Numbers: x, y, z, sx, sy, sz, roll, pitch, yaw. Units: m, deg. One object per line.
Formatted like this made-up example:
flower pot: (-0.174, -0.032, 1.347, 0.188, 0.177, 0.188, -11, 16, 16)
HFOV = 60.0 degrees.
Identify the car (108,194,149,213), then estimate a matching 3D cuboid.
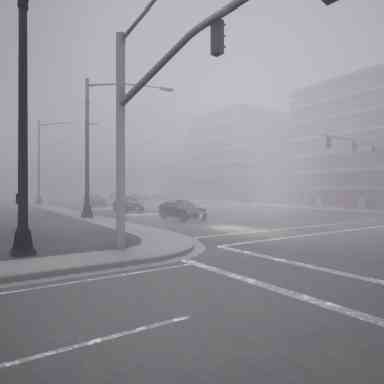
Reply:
car: (-6.487, 1.242, 33.404, 1.812, 1.442, 4.674, 0, 1, -34)

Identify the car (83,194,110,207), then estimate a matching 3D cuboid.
car: (-12.277, 1.013, 41.901, 1.882, 1.535, 5.008, 0, 1, -34)

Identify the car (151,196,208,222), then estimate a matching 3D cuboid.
car: (-0.765, 1.358, 25.018, 2.128, 1.511, 4.902, 0, 1, -34)

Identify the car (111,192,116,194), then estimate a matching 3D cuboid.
car: (-14.795, 0.708, 64.371, 1.837, 1.490, 4.892, 0, 1, -34)

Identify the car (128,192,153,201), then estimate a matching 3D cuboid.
car: (-8.916, 0.844, 55.760, 1.882, 1.535, 5.008, 0, 1, -34)

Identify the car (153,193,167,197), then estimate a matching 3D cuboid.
car: (-6.026, 0.858, 57.734, 2.128, 1.511, 4.902, 0, 1, -34)

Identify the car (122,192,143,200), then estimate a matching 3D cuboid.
car: (-11.904, 0.750, 66.344, 2.033, 1.411, 5.357, 0, 1, -34)
